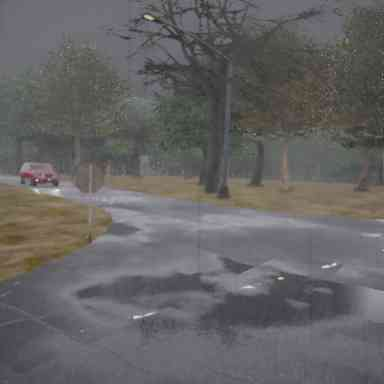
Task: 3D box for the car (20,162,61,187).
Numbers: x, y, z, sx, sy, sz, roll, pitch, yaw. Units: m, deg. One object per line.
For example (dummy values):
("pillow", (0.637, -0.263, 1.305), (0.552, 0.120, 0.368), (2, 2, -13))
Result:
("car", (-13.705, -1.603, 29.850), (2.150, 2.045, 5.566), (-1, 5, -41))
